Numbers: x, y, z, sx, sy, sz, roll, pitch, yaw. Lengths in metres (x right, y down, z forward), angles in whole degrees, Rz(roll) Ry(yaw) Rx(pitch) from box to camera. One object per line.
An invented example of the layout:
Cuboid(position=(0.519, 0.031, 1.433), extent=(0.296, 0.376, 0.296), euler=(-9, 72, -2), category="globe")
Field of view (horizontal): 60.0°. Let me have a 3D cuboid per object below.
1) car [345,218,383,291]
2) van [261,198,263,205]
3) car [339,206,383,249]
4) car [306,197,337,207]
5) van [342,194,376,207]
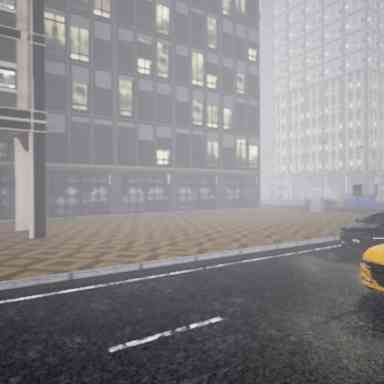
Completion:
Cuboid(position=(5.992, 1.480, 7.951), extent=(5.008, 1.535, 1.882), euler=(0, 0, -35), category="car")
Cuboid(position=(8.184, 1.216, 47.088), extent=(1.690, 1.788, 3.998), euler=(0, 0, -34), category="van")
Cuboid(position=(7.874, 1.480, 13.272), extent=(5.008, 1.535, 1.882), euler=(0, 0, -35), category="car")
Cuboid(position=(18.247, 1.378, 47.214), extent=(1.887, 1.381, 4.507), euler=(0, 0, -34), category="car")
Cuboid(position=(21.425, 1.199, 42.677), extent=(1.690, 1.788, 3.998), euler=(0, 0, -34), category="van")
